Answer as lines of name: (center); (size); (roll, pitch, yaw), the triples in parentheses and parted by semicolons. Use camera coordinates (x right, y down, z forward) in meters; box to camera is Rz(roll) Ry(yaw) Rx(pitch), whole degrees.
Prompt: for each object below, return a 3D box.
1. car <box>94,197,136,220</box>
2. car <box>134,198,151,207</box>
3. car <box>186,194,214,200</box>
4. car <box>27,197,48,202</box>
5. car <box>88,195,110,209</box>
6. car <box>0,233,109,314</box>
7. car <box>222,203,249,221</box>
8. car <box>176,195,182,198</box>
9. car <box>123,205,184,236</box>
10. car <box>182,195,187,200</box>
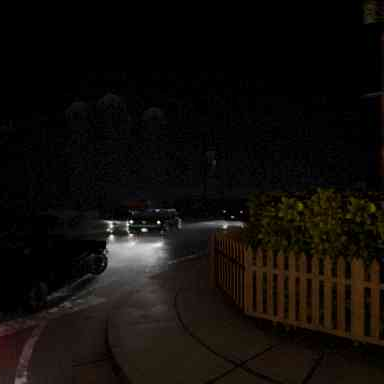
car: (-6.705, 1.478, 28.592); (1.882, 1.535, 5.008); (0, 0, -27)
car: (-6.898, 1.478, 40.367); (1.882, 1.535, 5.008); (0, 0, 24)
car: (1.784, 1.492, 53.856); (2.128, 1.511, 4.902); (0, 0, 35)
car: (-22.884, 1.506, 49.217); (4.193, 1.474, 1.816); (0, 0, 35)
car: (-11.599, 1.521, 42.925); (3.905, 1.438, 1.784); (0, 0, 35)
car: (-3.573, 1.601, 7.652); (1.895, 1.301, 4.718); (0, 0, 7)
car: (4.360, 1.601, 27.271); (1.895, 1.301, 4.718); (0, 0, 35)
car: (-2.036, 1.480, 80.620); (4.611, 1.667, 2.242); (0, 0, 35)
car: (-1.901, 1.601, 18.861); (1.895, 1.301, 4.718); (0, 0, 13)
car: (0.967, 1.310, 61.565); (4.605, 1.855, 1.932); (0, 0, 35)
